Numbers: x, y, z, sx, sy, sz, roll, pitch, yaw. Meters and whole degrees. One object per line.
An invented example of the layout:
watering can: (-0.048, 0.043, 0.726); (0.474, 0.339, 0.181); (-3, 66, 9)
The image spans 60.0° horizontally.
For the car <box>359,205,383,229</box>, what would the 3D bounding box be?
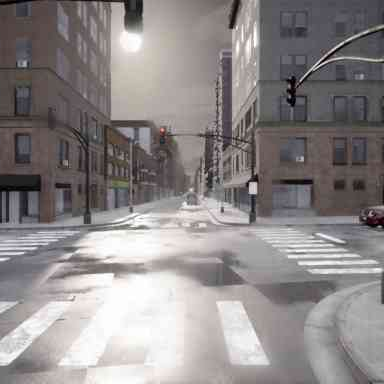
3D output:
car: (12.058, 1.123, 18.418); (5.009, 1.841, 2.192); (-1, 1, 0)

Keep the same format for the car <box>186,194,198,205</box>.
car: (0.000, 1.593, 60.066); (2.033, 1.411, 5.357); (0, 0, 0)
